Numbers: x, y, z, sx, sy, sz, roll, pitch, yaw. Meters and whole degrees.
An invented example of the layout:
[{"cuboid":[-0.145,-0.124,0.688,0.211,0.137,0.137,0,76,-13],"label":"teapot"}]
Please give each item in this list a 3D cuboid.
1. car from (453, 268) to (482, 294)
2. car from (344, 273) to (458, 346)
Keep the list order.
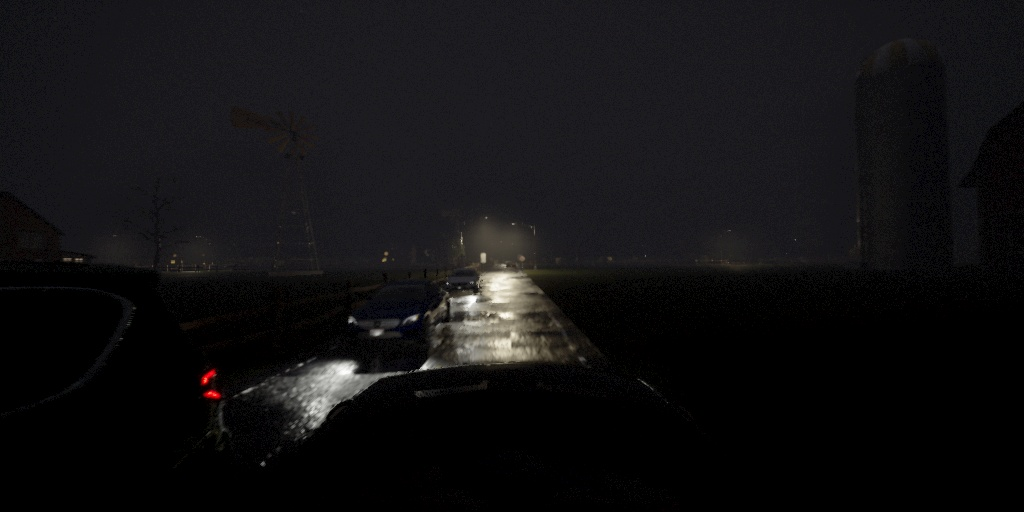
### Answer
[{"cuboid":[-2.888,1.488,22.065,1.812,1.442,4.674,-1,-1,0],"label":"car"},{"cuboid":[-2.890,1.401,10.041,1.812,1.442,4.674,-1,0,0],"label":"car"}]
